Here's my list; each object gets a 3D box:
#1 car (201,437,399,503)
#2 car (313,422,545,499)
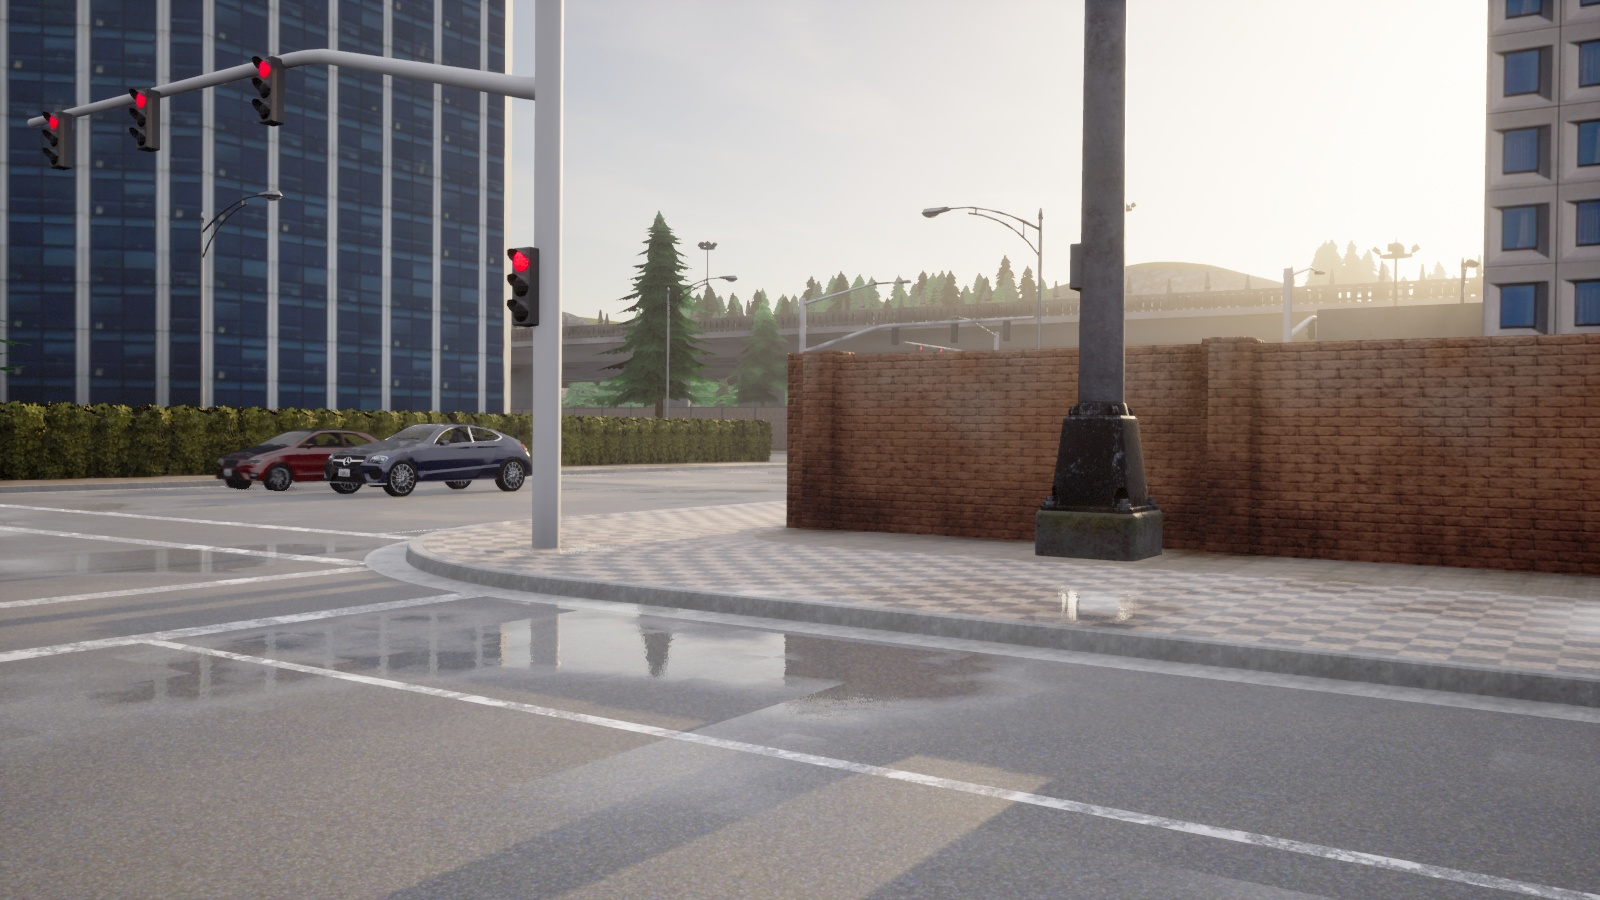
[{"bbox_3d":[-12.086,0.436,30.621,1.816,1.474,4.193,0,1,33],"label":"car"},{"bbox_3d":[-8.596,0.184,29.564,2.152,1.651,5.027,0,1,33],"label":"car"}]
